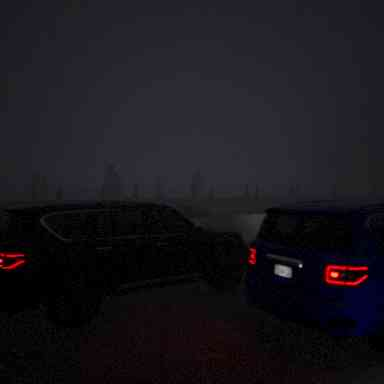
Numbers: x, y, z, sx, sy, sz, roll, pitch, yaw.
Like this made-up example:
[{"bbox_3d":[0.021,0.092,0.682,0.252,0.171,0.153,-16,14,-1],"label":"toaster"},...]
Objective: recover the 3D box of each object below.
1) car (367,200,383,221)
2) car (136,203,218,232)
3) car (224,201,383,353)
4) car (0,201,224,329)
[{"bbox_3d":[15.887,1.349,25.457,4.674,1.442,1.812,0,0,-23],"label":"car"},{"bbox_3d":[-0.848,1.455,20.325,4.674,1.442,1.812,0,0,-32],"label":"car"},{"bbox_3d":[3.474,1.181,6.192,5.566,2.045,2.150,0,0,-35],"label":"car"},{"bbox_3d":[-1.254,1.202,7.149,5.566,2.045,2.150,0,0,-35],"label":"car"}]
